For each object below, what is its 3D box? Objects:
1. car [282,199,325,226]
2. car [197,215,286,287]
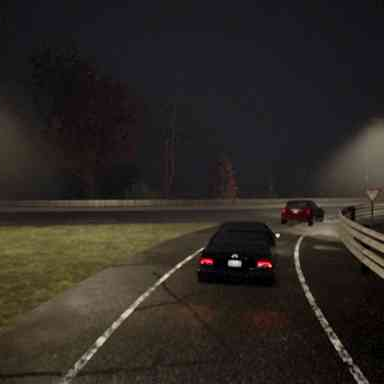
[{"bbox_3d":[7.995,1.348,23.736,2.097,1.767,4.553,0,0,33],"label":"car"},{"bbox_3d":[1.472,1.545,9.409,2.033,1.411,5.357,0,0,13],"label":"car"}]
